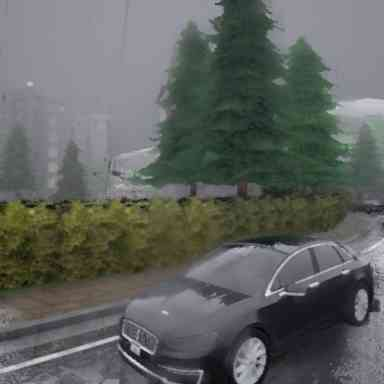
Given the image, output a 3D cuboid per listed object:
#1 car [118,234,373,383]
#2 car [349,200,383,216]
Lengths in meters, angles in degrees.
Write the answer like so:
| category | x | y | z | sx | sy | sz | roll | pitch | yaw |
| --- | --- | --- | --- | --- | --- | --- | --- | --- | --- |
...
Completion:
| category | x | y | z | sx | sy | sz | roll | pitch | yaw |
| --- | --- | --- | --- | --- | --- | --- | --- | --- | --- |
| car | 1.201 | 1.517 | 5.371 | 4.892 | 1.490 | 1.837 | -1 | 0 | -40 |
| car | 17.687 | 1.474 | 33.521 | 2.033 | 1.411 | 5.357 | 0 | 0 | -1 |
